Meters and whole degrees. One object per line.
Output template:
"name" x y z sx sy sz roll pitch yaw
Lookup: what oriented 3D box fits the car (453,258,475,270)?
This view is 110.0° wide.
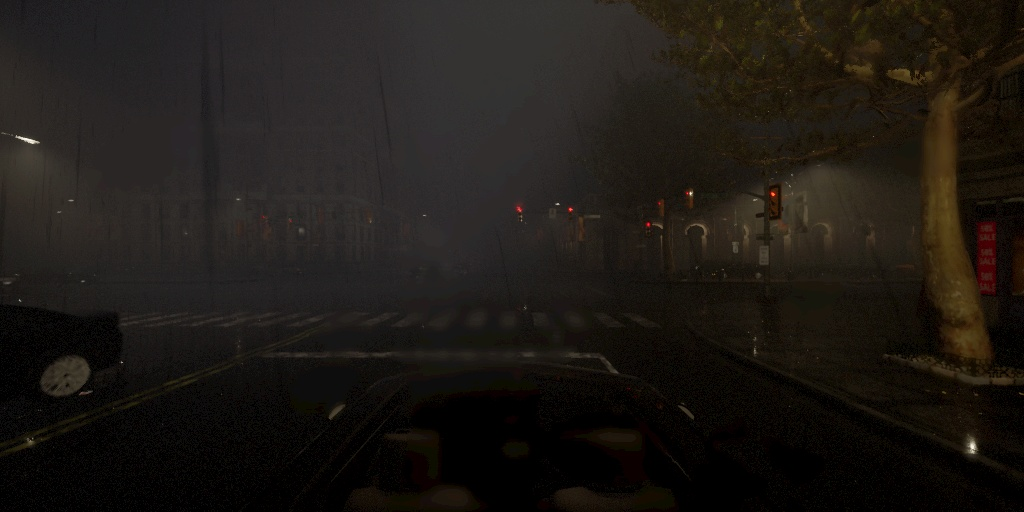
"car" -6.939 1.240 50.893 2.128 1.511 4.902 0 0 0

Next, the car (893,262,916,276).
"car" 39.859 1.227 34.536 5.008 1.535 1.882 0 0 1

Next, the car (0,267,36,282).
"car" -30.499 1.241 19.988 4.902 1.511 2.128 0 0 1

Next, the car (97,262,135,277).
"car" -39.881 1.312 35.264 4.181 1.385 1.994 0 0 1

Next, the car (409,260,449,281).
"car" -7.011 1.297 30.038 2.033 1.411 5.357 0 0 0

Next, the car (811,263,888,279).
"car" 29.383 1.350 31.142 4.718 1.301 1.895 0 0 1

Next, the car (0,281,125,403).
"car" -7.091 1.227 3.521 1.882 1.535 5.008 0 0 0

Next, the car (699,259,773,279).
"car" 19.436 1.254 31.231 4.892 1.490 1.837 0 0 1

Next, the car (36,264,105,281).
"car" -30.277 1.350 23.485 4.718 1.301 1.895 0 0 1

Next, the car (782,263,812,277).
"car" 29.396 1.350 34.642 4.718 1.301 1.895 0 0 1

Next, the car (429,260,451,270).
"car" -10.434 1.296 52.425 2.033 1.411 5.357 0 0 0

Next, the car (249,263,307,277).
"car" -22.850 1.350 34.983 4.718 1.301 1.895 0 0 -2

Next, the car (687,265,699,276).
"car" 19.456 1.101 34.733 4.553 1.767 2.097 0 0 0
